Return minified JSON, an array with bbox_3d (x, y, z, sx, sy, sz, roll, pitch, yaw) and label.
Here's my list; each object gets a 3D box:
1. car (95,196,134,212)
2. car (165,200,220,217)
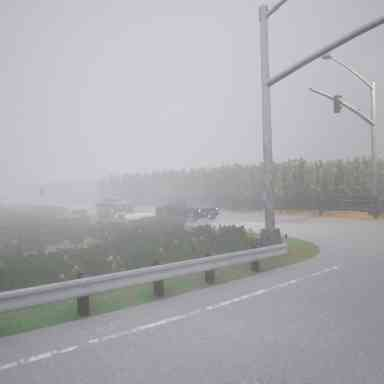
[{"bbox_3d":[-7.036,1.124,29.821,1.837,1.490,4.892,-3,2,-40],"label":"car"},{"bbox_3d":[-0.370,1.180,22.021,1.895,1.301,4.718,-3,2,-41],"label":"car"}]
